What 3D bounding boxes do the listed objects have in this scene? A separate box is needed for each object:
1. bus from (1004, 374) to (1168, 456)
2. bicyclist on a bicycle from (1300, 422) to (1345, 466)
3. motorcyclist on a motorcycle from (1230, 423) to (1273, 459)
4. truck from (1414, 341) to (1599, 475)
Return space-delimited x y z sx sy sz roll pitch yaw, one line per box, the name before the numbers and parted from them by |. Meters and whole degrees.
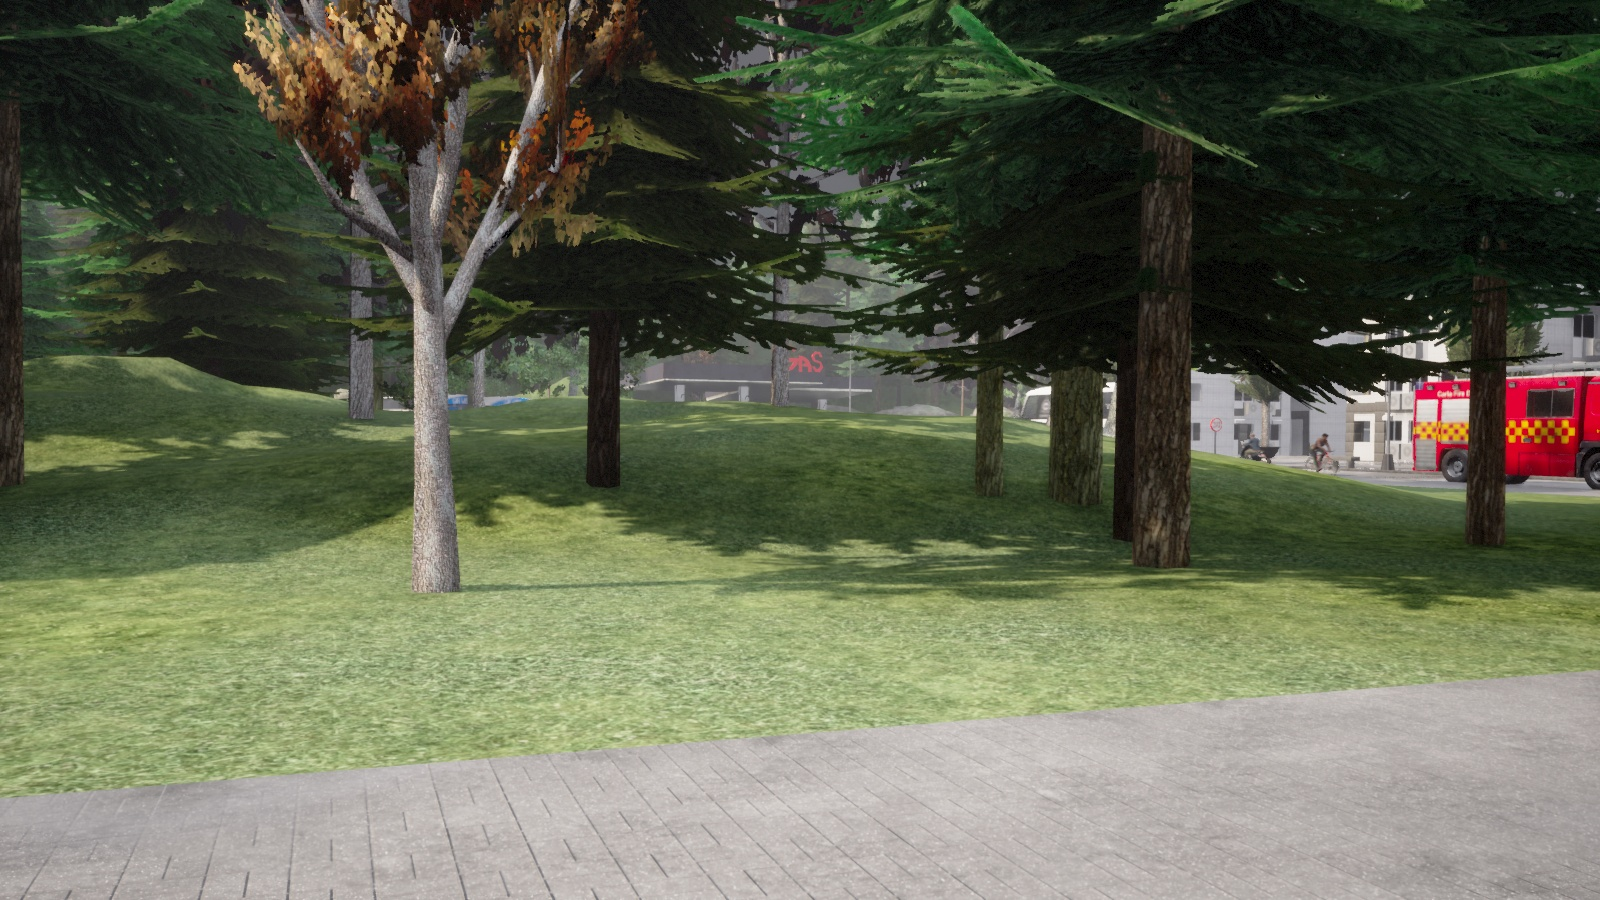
bus | 15.750 -1.894 70.369 3.944 4.253 10.273 -1 1 -20
bicyclist on a bicycle | 19.881 -0.242 47.818 0.582 1.620 1.656 -1 2 -20
motorcyclist on a motorcycle | 20.611 -0.404 57.341 0.866 1.590 1.817 -1 1 -20
truck | 23.339 -1.245 38.456 2.891 3.827 8.468 -1 1 -20
